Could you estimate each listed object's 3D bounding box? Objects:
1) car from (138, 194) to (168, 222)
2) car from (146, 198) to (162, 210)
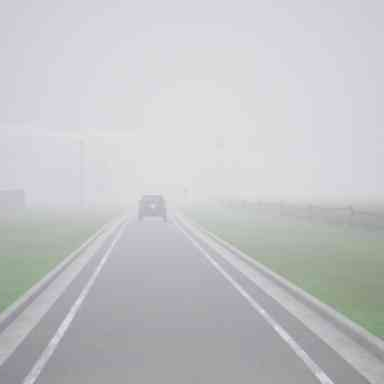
[{"bbox_3d":[-3.160,1.211,26.879,2.150,2.045,5.566,-1,0,-7],"label":"car"},{"bbox_3d":[-5.014,1.546,44.204,1.994,1.385,4.181,-1,0,-5],"label":"car"}]
